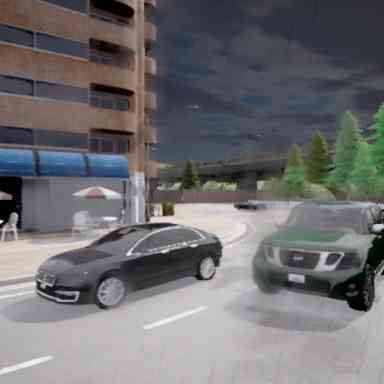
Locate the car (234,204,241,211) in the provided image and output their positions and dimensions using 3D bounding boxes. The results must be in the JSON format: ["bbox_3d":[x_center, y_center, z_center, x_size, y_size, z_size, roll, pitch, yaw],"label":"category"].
[{"bbox_3d":[7.488,1.805,42.789,1.895,1.301,4.718,0,0,-30],"label":"car"}]

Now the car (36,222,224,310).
[{"bbox_3d":[-1.203,1.559,8.185,1.837,1.490,4.892,0,0,43],"label":"car"}]

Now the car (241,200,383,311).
[{"bbox_3d":[3.562,1.255,8.393,2.150,2.045,5.566,0,-1,36],"label":"car"}]

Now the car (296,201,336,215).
[{"bbox_3d":[13.842,1.709,37.529,1.994,1.385,4.181,0,0,-20],"label":"car"}]
